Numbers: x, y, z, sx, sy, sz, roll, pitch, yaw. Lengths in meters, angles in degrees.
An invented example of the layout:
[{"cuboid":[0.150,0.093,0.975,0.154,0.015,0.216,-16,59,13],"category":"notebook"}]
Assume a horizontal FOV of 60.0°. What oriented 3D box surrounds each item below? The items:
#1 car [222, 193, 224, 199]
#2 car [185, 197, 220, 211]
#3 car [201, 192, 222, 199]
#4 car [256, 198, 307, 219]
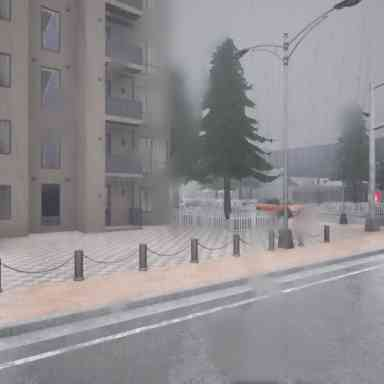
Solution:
[{"cuboid":[7.449,1.092,94.752,1.905,1.878,3.866,0,0,-37],"category":"car"},{"cuboid":[0.880,1.579,38.864,1.994,1.385,4.181,0,0,-37],"category":"car"},{"cuboid":[5.363,1.112,92.687,1.932,1.855,4.605,0,0,-37],"category":"car"},{"cuboid":[7.878,1.367,29.619,2.097,1.767,4.553,0,0,-37],"category":"car"}]
